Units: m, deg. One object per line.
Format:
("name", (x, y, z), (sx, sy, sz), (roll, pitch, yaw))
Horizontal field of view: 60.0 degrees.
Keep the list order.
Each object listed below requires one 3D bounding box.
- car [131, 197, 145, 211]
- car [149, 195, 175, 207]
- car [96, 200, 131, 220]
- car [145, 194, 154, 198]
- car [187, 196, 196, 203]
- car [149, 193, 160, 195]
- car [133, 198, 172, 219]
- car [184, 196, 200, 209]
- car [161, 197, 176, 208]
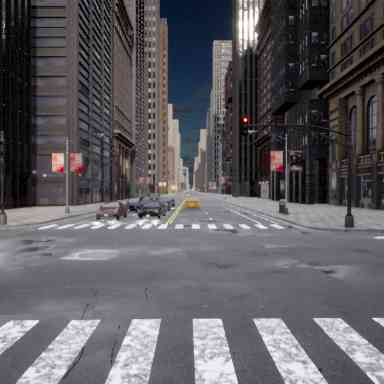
("car", (-6.673, 1.577, 37.092), (1.895, 1.301, 4.718), (0, 0, 0))
("car", (-3.424, 1.466, 39.160), (2.128, 1.511, 4.902), (0, 0, 0))
("car", (-6.653, 1.510, 27.984), (1.812, 1.442, 4.674), (0, 0, 0))
("car", (-6.693, 1.470, 47.332), (1.837, 1.490, 4.892), (0, 0, 0))
("car", (-0.050, 1.521, 70.043), (1.895, 1.301, 4.718), (0, 0, 0))
("car", (-6.677, 1.170, 57.782), (2.150, 2.045, 5.566), (0, 0, 1))
("car", (-3.381, 1.531, 29.420), (2.033, 1.411, 5.357), (0, 0, 4))
("car", (0.002, 1.447, 44.008), (1.882, 1.535, 5.008), (0, 0, 0))
("car", (-3.452, 1.510, 49.712), (2.033, 1.411, 5.357), (0, 0, 0))
